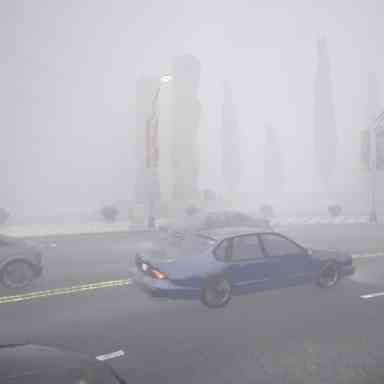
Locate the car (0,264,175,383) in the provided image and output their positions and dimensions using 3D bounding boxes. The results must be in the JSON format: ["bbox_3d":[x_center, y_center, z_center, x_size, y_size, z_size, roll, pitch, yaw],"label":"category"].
[{"bbox_3d":[-2.400,1.491,1.124,4.902,1.511,2.128,0,0,-39],"label":"car"}]

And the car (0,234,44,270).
[{"bbox_3d":[-5.662,1.561,7.583,4.181,1.385,1.994,0,0,-35],"label":"car"}]

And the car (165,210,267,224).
[{"bbox_3d":[1.128,1.543,15.455,5.357,1.411,2.033,0,0,-22],"label":"car"}]

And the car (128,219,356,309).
[{"bbox_3d":[1.297,1.545,7.745,5.357,1.411,2.033,0,0,-26],"label":"car"}]
